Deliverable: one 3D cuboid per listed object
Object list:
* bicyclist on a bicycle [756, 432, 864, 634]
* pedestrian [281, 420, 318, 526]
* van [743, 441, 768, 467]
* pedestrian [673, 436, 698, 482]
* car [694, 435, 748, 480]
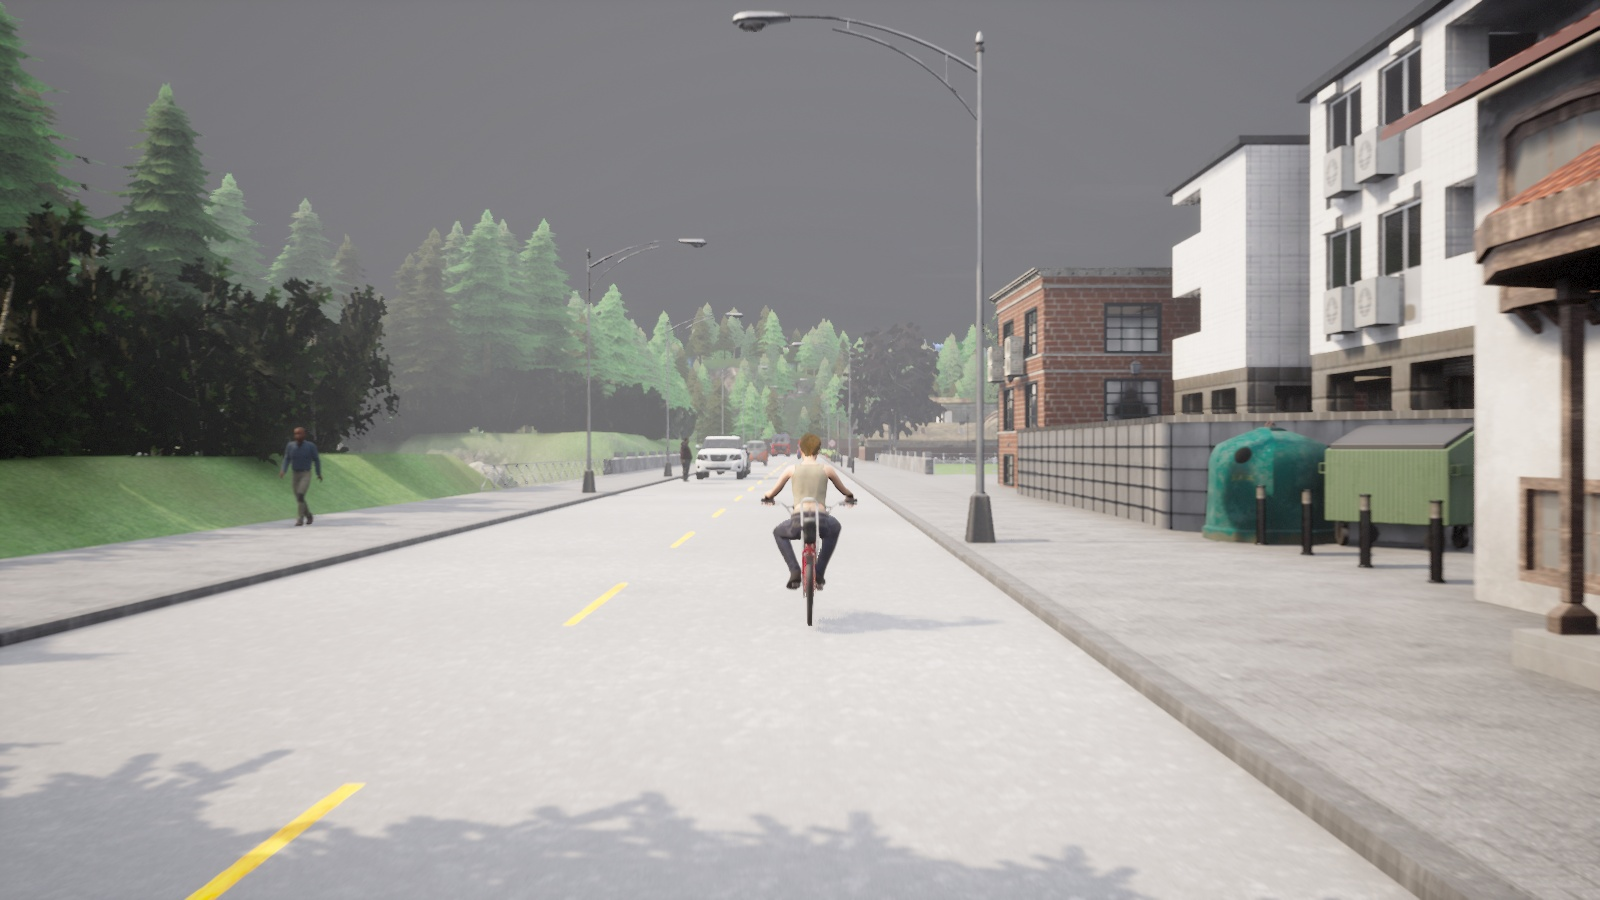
[{"bbox_3d":[0.080,0.662,10.800,0.866,1.612,1.509,0,0,0],"label":"bicyclist on a bicycle"},{"bbox_3d":[-8.806,0.404,22.098,0.370,1.835,0.726,0,0,0],"label":"pedestrian"},{"bbox_3d":[-3.473,0.296,99.192,1.775,1.987,4.442,0,0,0],"label":"van"},{"bbox_3d":[-4.627,0.365,50.783,0.899,1.844,0.634,0,0,11],"label":"pedestrian"},{"bbox_3d":[-3.674,0.343,59.420,2.150,2.045,5.566,0,0,0],"label":"car"}]
